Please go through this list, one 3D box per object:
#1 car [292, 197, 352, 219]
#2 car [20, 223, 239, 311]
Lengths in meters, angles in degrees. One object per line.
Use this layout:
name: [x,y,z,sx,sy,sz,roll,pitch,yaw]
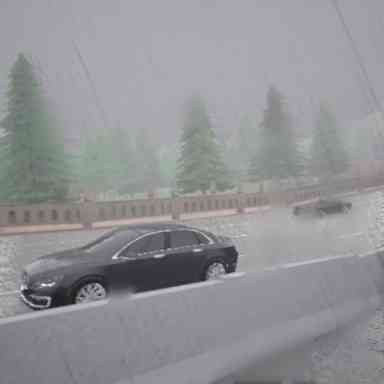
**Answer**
car: [9.183,1.071,23.428,4.718,1.301,1.895,-4,3,-35]
car: [-1.119,1.504,7.491,4.892,1.490,1.837,0,0,-35]
